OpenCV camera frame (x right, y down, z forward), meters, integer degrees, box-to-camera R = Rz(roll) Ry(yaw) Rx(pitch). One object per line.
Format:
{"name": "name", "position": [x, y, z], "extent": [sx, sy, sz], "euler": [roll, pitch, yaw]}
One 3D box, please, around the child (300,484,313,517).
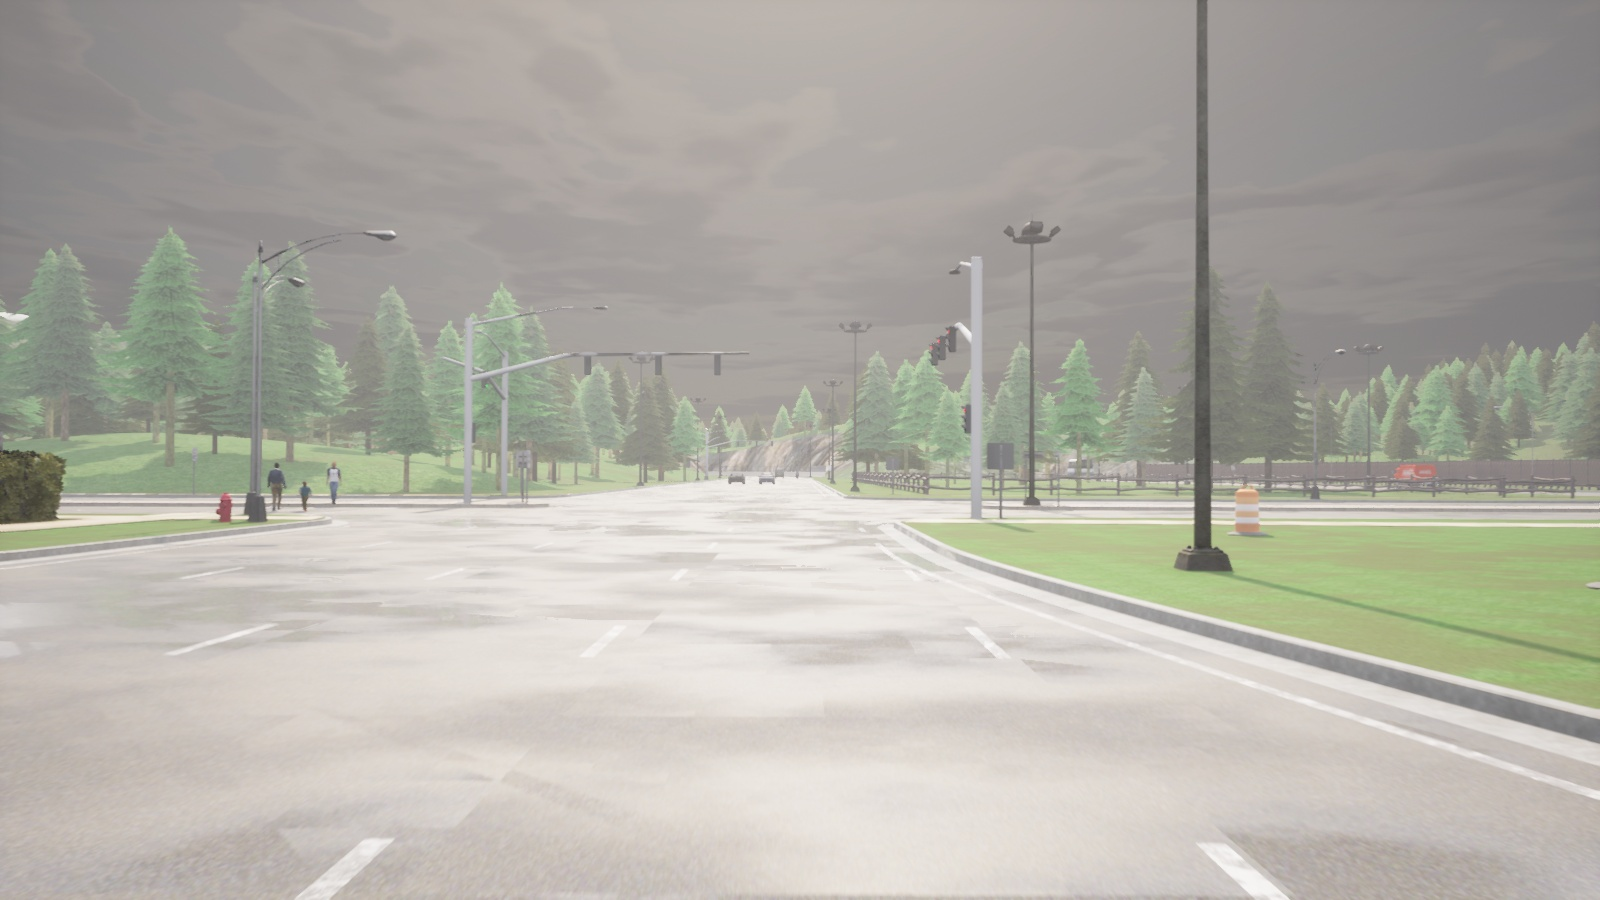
{"name": "child", "position": [-17.892, 1.817, 45.522], "extent": [0.343, 1.192, 0.448], "euler": [0, -1, -10]}

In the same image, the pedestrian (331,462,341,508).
{"name": "pedestrian", "position": [-18.932, 1.416, 51.216], "extent": [0.354, 1.836, 0.706], "euler": [0, -1, -17]}

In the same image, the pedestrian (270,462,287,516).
{"name": "pedestrian", "position": [-19.035, 1.432, 45.822], "extent": [0.423, 1.949, 0.788], "euler": [0, -1, -10]}
